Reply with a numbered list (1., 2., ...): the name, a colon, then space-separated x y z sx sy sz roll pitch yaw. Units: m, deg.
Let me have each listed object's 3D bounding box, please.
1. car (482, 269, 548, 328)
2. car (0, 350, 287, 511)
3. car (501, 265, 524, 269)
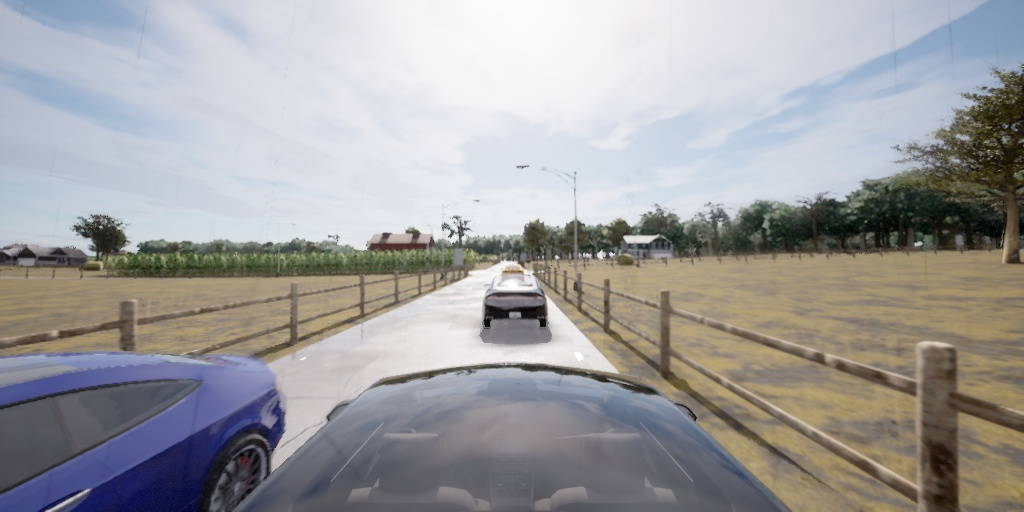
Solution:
1. car: 0.090 1.337 11.751 2.128 1.511 4.902 0 0 0
2. car: -2.848 1.271 1.299 1.812 1.442 4.674 0 -1 0
3. car: 0.072 1.475 31.039 1.882 1.535 5.008 0 0 0
